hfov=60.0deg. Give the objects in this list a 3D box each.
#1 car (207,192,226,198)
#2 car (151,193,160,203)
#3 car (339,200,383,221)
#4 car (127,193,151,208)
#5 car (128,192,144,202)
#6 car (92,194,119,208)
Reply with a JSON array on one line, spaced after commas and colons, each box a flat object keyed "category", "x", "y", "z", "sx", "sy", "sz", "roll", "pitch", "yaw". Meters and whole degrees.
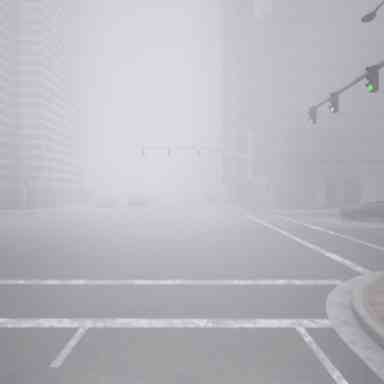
[{"category": "car", "x": 6.163, "y": 0.898, "z": 85.032, "sx": 4.892, "sy": 1.490, "sz": 1.837, "roll": 0, "pitch": 0, "yaw": 0}, {"category": "car", "x": -7.062, "y": 0.966, "z": 59.962, "sx": 2.097, "sy": 1.767, "sz": 4.553, "roll": 0, "pitch": 0, "yaw": 1}, {"category": "car", "x": 13.524, "y": 1.364, "z": 24.979, "sx": 4.674, "sy": 1.442, "sz": 1.812, "roll": 0, "pitch": 0, "yaw": 0}, {"category": "car", "x": -7.098, "y": 1.075, "z": 43.522, "sx": 2.097, "sy": 1.767, "sz": 4.553, "roll": 0, "pitch": 0, "yaw": 0}, {"category": "car", "x": -10.533, "y": 0.945, "z": 62.910, "sx": 2.097, "sy": 1.767, "sz": 4.553, "roll": 0, "pitch": 1, "yaw": 0}, {"category": "car", "x": -10.602, "y": 1.276, "z": 41.998, "sx": 2.033, "sy": 1.411, "sz": 5.357, "roll": 0, "pitch": 0, "yaw": 0}]
